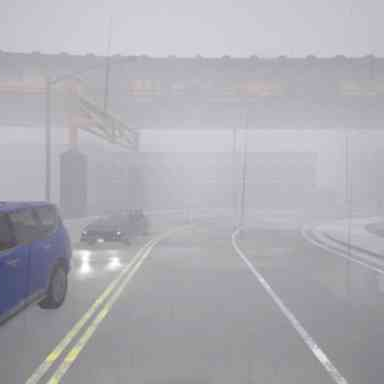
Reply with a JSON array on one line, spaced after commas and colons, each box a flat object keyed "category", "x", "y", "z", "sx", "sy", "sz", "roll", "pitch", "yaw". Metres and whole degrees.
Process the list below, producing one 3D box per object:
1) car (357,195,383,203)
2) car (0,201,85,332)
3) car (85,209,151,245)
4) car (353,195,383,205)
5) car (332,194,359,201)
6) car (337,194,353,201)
[{"category": "car", "x": 29.329, "y": 1.114, "z": 53.830, "sx": 1.853, "sy": 1.218, "sz": 4.536, "roll": 0, "pitch": 0, "yaw": -29}, {"category": "car", "x": -3.615, "y": 1.205, "z": 4.909, "sx": 2.150, "sy": 2.045, "sz": 5.566, "roll": 0, "pitch": 0, "yaw": 0}, {"category": "car", "x": -3.280, "y": 1.495, "z": 15.589, "sx": 2.033, "sy": 1.411, "sz": 5.357, "roll": 0, "pitch": 0, "yaw": 6}, {"category": "car", "x": 29.355, "y": 1.272, "z": 53.785, "sx": 2.038, "sy": 1.542, "sz": 4.974, "roll": 0, "pitch": 0, "yaw": -29}, {"category": "car", "x": 33.829, "y": 1.207, "z": 73.384, "sx": 2.038, "sy": 1.542, "sz": 4.974, "roll": 0, "pitch": 0, "yaw": -34}, {"category": "car", "x": 33.858, "y": 1.049, "z": 73.340, "sx": 1.853, "sy": 1.218, "sz": 4.536, "roll": 0, "pitch": 0, "yaw": -34}]
